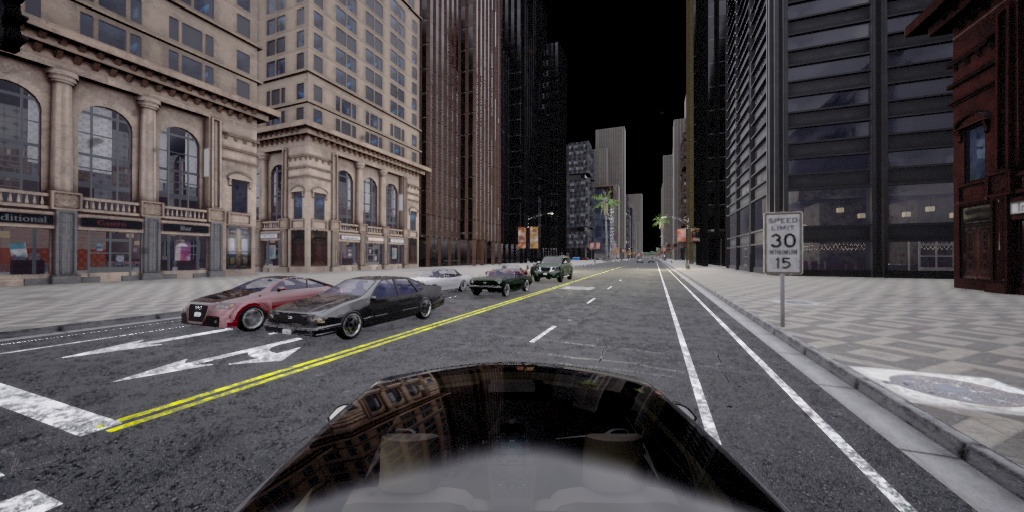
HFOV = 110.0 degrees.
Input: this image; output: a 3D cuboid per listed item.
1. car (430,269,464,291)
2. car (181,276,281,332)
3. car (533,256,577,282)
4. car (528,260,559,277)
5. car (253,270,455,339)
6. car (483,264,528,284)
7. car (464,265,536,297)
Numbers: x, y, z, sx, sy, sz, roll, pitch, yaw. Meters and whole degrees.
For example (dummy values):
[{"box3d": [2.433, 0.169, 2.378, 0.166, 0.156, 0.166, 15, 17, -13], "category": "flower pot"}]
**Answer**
[{"box3d": [-4.070, 1.356, 19.173, 1.895, 1.301, 4.718, 0, 0, 22], "category": "car"}, {"box3d": [-7.313, 1.315, 11.034, 1.994, 1.385, 4.181, 0, 0, 22], "category": "car"}, {"box3d": [3.481, 0.986, 29.310, 2.150, 2.045, 5.566, 0, 0, 22], "category": "car"}, {"box3d": [3.443, 1.250, 37.889, 1.882, 1.535, 5.008, 0, 0, 22], "category": "car"}, {"box3d": [-4.042, 1.299, 10.471, 2.033, 1.411, 5.357, 0, 0, 22], "category": "car"}, {"box3d": [-0.376, 1.363, 28.424, 1.895, 1.301, 4.718, 0, 0, 22], "category": "car"}, {"box3d": [-0.488, 1.357, 19.377, 1.895, 1.301, 4.718, 0, 0, 22], "category": "car"}]
